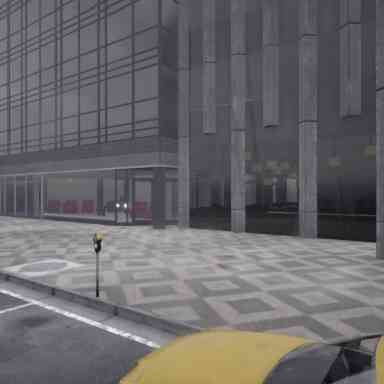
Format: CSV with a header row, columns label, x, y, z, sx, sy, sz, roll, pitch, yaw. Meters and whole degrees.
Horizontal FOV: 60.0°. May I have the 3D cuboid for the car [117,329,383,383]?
label,x,y,z,sx,sy,sz,roll,pitch,yaw
car,1.513,1.525,2.002,4.829,1.417,1.752,0,0,36
